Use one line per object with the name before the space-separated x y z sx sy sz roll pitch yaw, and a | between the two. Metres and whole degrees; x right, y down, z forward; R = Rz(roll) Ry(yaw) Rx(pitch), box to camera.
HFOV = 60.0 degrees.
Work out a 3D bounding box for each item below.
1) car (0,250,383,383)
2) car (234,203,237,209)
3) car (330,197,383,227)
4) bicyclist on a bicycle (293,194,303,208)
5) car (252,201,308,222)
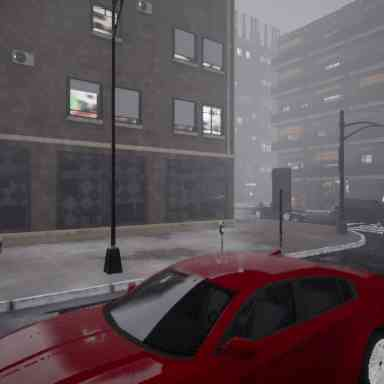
car | 0.376 1.477 3.604 5.008 1.535 1.882 0 0 -35
car | 2.360 1.252 34.027 1.895 1.301 4.718 0 1 -36
car | 11.635 1.231 21.858 2.097 1.767 4.553 0 1 -41
bicyclist on a bicycle | 11.563 1.011 36.223 1.656 1.620 0.582 0 1 -36
car | 6.302 1.342 24.208 2.008 1.369 4.403 1 0 -36
